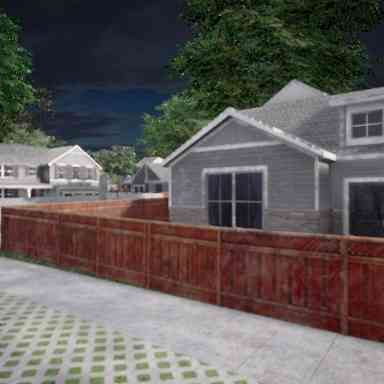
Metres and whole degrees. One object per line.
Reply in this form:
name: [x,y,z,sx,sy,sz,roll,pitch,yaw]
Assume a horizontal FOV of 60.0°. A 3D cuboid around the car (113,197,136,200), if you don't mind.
car: [-6.148,1.230,29.315,2.128,1.511,4.902,0,1,35]
